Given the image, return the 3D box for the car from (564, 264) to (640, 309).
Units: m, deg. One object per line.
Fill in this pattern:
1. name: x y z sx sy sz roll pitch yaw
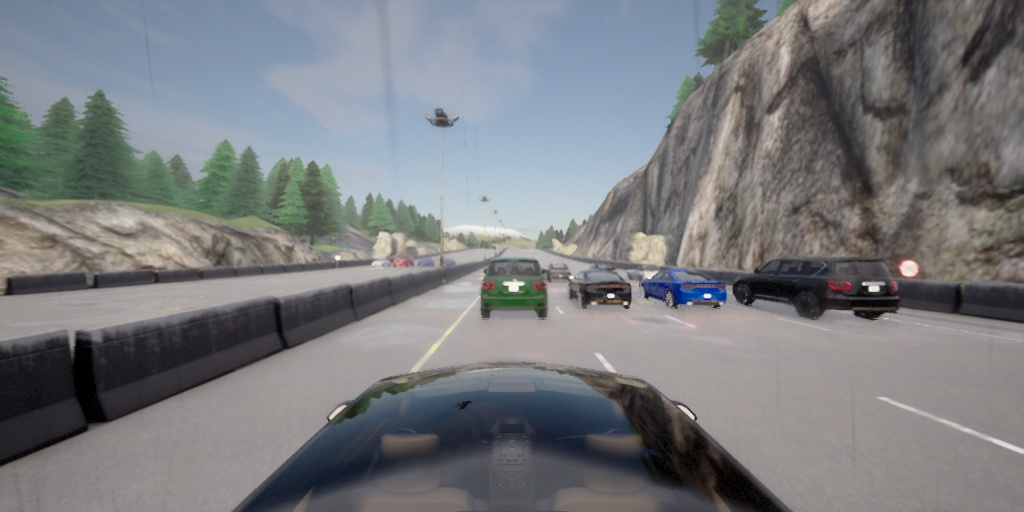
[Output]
1. car: 3.626 1.298 15.493 1.882 1.535 5.008 0 0 1

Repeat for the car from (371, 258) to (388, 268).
1. car: -20.734 1.088 56.983 1.812 1.442 4.674 0 1 1

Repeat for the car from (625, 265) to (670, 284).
1. car: 10.688 1.412 28.648 1.895 1.301 4.718 0 0 1

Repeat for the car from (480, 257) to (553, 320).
1. car: 0.095 1.039 13.199 2.150 2.045 5.566 0 0 1

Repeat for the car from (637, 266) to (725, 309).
1. car: 7.126 1.299 15.485 1.882 1.535 5.008 0 0 1

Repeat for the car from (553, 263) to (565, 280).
1. car: 3.697 1.299 29.292 2.128 1.511 4.902 0 0 1

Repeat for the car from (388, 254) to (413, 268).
1. car: -17.239 0.781 57.135 2.150 2.045 5.566 0 1 1

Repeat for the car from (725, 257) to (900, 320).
1. car: 10.595 1.042 13.136 2.150 2.045 5.566 0 0 1

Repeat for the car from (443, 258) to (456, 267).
1. car: -10.242 1.037 57.427 1.882 1.535 5.008 0 1 1

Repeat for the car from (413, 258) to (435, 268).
1. car: -13.741 1.037 57.330 1.882 1.535 5.008 0 1 1
